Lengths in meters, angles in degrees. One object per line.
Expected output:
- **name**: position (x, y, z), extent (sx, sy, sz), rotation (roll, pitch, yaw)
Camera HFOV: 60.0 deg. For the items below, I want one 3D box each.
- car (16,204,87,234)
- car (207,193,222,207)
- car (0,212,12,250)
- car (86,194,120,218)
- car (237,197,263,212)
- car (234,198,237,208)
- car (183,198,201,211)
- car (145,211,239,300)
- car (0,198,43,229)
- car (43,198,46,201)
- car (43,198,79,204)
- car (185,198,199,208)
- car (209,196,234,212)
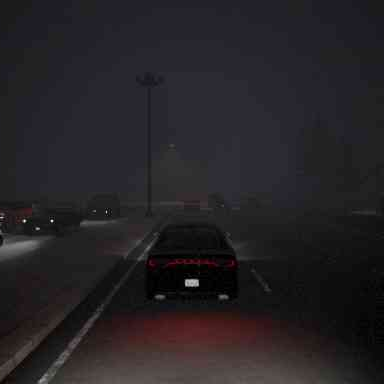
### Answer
- **car**: position (-8.037, 1.601, 19.571), extent (1.895, 1.301, 4.718), rotation (0, 0, 1)
- **car**: position (3.479, 1.221, 49.501), extent (2.150, 2.045, 5.566), rotation (0, 0, 0)
- **car**: position (-8.082, 1.564, 10.817), extent (1.994, 1.385, 4.181), rotation (0, 0, 0)
- **car**: position (-8.013, 1.221, 30.142), extent (2.150, 2.045, 5.566), rotation (0, 0, 0)
- **car**: position (6.984, 1.352, 39.439), extent (2.097, 1.767, 4.553), rotation (0, 0, 0)
- **car**: position (6.979, 1.547, 49.473), extent (2.033, 1.411, 5.357), rotation (0, 0, 0)
- **car**: position (-0.016, 1.492, 39.049), extent (2.128, 1.511, 4.902), rotation (0, 0, 0)
- **car**: position (-0.004, 1.478, 8.439), extent (1.882, 1.535, 5.008), rotation (0, 0, 0)
- **car**: position (-11.526, 1.352, 20.659), extent (2.097, 1.767, 4.553), rotation (0, 0, 0)
- **car**: position (-15.013, 1.352, 31.494), extent (2.097, 1.767, 4.553), rotation (0, 0, 0)
- **car**: position (-11.513, 1.526, 30.579), extent (1.812, 1.442, 4.674), rotation (0, 0, 0)
- **car**: position (-0.021, 1.601, 49.500), extent (1.895, 1.301, 4.718), rotation (0, 0, 0)
- **car**: position (3.484, 1.564, 39.467), extent (1.994, 1.385, 4.181), rotation (0, 0, 0)
